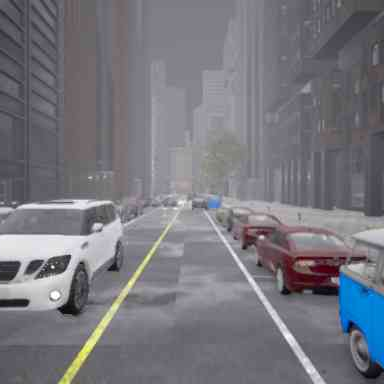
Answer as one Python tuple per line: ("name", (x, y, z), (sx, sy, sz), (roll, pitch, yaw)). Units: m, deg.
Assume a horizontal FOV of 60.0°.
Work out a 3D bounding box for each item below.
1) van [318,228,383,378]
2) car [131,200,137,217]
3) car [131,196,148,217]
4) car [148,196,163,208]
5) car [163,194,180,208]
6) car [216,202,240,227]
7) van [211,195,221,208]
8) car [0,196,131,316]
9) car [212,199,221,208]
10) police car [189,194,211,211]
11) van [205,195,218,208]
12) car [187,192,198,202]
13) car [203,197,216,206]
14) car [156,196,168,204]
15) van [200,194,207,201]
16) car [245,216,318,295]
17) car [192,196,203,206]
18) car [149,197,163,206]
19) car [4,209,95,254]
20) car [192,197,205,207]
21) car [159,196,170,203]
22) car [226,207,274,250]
("van", (2.763, 1.339, 2.952), (1.690, 1.788, 3.998), (0, 0, 0))
("car", (-5.761, 1.535, 25.416), (2.008, 1.369, 4.403), (0, 0, 0))
("car", (-5.761, 1.297, 31.035), (2.192, 1.841, 5.009), (0, 0, 0))
("car", (-5.760, 1.545, 47.892), (1.947, 1.339, 4.313), (0, 0, 0))
("car", (-3.080, 1.482, 48.472), (1.837, 1.490, 4.892), (0, 1, 0))
("car", (2.764, 1.538, 19.802), (2.008, 1.369, 4.403), (0, 0, 0))
("van", (2.764, 1.321, 42.281), (1.690, 1.788, 3.998), (0, 0, 0))
("car", (-3.099, 1.216, 7.867), (2.150, 2.045, 5.566), (0, 0, 0))
("car", (2.764, 1.510, 25.596), (1.752, 1.417, 4.829), (0, 0, 0))
("police car", (0.902, 1.405, 40.827), (1.930, 1.638, 5.238), (0, 0, 0))
("van", (2.764, 1.320, 47.900), (1.690, 1.788, 3.998), (0, 0, 0))
("car", (0.005, 1.111, 76.047), (2.150, 2.045, 5.566), (0, 0, 0))
("car", (2.765, 1.524, 53.518), (1.887, 1.381, 4.507), (0, 0, 0))
("car", (-5.760, 1.546, 64.748), (1.947, 1.339, 4.313), (0, 0, 0))
("van", (2.766, 1.326, 81.610), (1.690, 1.788, 3.998), (0, 0, 0))
("car", (2.763, 1.539, 8.571), (1.887, 1.381, 4.507), (0, 0, 0))
("car", (0.903, 1.506, 56.717), (1.812, 1.442, 4.674), (0, 0, 0))
("car", (-5.760, 1.505, 53.340), (1.752, 1.417, 4.829), (0, 0, 0))
("car", (-5.762, 1.541, 14.179), (2.008, 1.369, 4.403), (0, 0, 0))
("car", (0.903, 1.485, 50.718), (1.837, 1.490, 4.892), (0, 0, 0))
("car", (-5.759, 1.547, 70.366), (1.947, 1.339, 4.313), (0, 0, 0))
("car", (2.763, 1.535, 14.190), (1.887, 1.381, 4.507), (0, 0, 0))
